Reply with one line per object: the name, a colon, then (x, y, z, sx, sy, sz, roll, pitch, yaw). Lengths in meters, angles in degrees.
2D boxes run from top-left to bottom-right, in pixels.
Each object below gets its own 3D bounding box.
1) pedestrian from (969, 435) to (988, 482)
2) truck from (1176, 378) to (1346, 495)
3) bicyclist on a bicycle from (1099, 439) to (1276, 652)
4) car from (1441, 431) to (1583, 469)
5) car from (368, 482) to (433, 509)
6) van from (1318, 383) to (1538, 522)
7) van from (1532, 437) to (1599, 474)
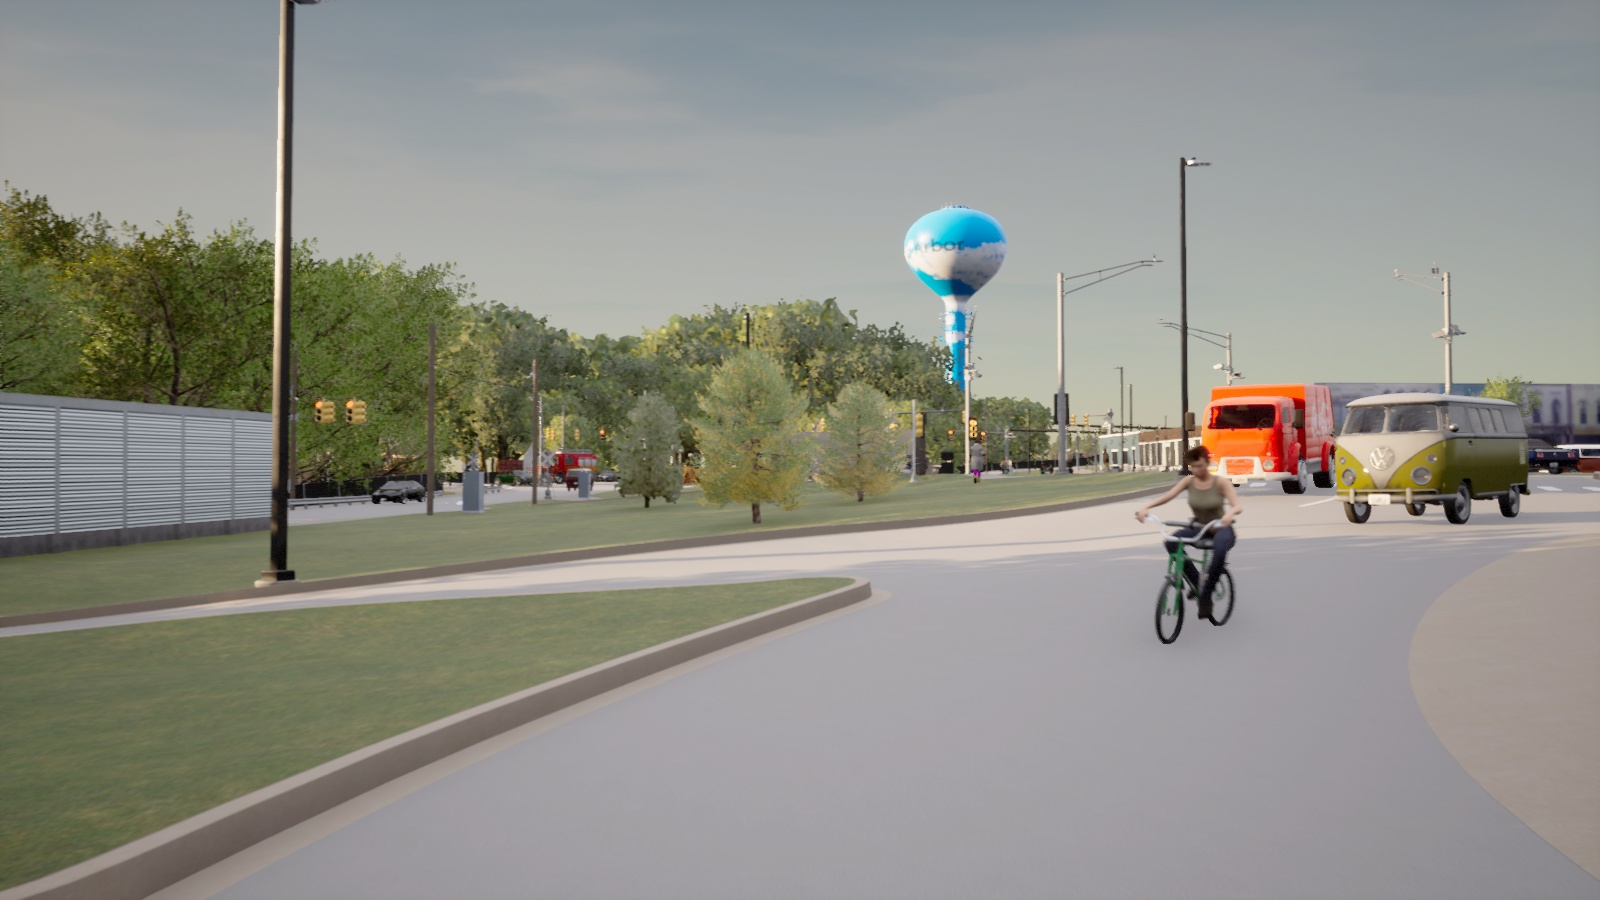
pedestrian: (7.438, 0.362, 52.286, 0.659, 1.952, 0.873, -1, -2, 15)
truck: (10.883, -0.368, 29.358, 2.627, 2.467, 5.204, -1, 2, 32)
bicyclist on a bicycle: (3.339, 0.748, 10.750, 0.866, 1.612, 1.509, 1, 4, 42)
car: (25.529, 0.025, 45.251, 1.895, 1.301, 4.718, 0, -1, -9)
car: (-24.952, 2.832, 78.623, 2.163, 1.488, 4.792, -1, -1, 5)
van: (10.129, 0.050, 20.103, 1.775, 1.987, 4.442, -3, -1, 45)
van: (44.472, 0.344, 71.360, 4.480, 2.038, 2.069, 0, -2, -2)
